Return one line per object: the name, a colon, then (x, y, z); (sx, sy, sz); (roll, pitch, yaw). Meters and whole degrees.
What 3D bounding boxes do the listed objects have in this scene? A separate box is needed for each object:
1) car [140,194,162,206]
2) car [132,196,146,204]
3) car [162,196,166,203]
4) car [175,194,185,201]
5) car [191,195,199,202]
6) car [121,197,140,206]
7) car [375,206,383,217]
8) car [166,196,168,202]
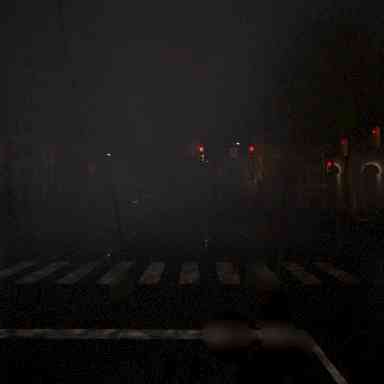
car: (-6.688, 1.547, 54.193); (2.033, 1.411, 5.357); (0, 0, 1)
car: (-10.084, 1.564, 63.595); (1.994, 1.385, 4.181); (0, 0, 1)
car: (-6.581, 1.526, 63.782); (1.812, 1.442, 4.674); (0, 0, 1)
car: (-2.773, 1.279, 78.653); (2.097, 1.767, 4.553); (0, 0, 1)
car: (0.727, 1.450, 78.623); (2.128, 1.511, 4.902); (0, 0, 1)
car: (-10.181, 1.547, 54.364); (2.033, 1.411, 5.357); (0, 0, 1)
car: (18.598, 1.526, 29.196); (4.674, 1.442, 1.812); (0, 0, 1)
car: (-6.358, 1.595, 73.838); (1.895, 1.301, 4.718); (0, 0, 1)
